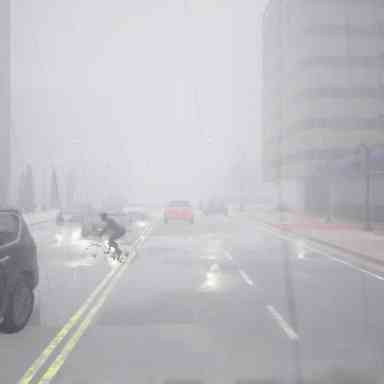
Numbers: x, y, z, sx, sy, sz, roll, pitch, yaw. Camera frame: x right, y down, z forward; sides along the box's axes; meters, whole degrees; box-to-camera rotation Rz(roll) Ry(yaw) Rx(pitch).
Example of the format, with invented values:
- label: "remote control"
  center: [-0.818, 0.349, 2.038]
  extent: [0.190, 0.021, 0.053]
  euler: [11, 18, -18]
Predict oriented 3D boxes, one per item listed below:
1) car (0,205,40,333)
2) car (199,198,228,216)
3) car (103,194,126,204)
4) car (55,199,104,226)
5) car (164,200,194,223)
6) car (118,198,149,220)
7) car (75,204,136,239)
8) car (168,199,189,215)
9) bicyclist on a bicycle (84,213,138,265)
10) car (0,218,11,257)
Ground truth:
- label: "car"
  center: [-3.724, 1.221, 3.805]
  extent: [2.150, 2.045, 5.566]
  euler: [0, 0, -3]
- label: "car"
  center: [2.184, 1.352, 32.601]
  extent: [2.097, 1.767, 4.553]
  euler: [0, 0, -3]
- label: "car"
  center: [-8.677, 1.222, 37.804]
  extent: [2.150, 2.045, 5.566]
  euler: [0, 0, -2]
- label: "car"
  center: [-8.063, 1.492, 23.607]
  extent: [2.128, 1.511, 4.902]
  euler: [0, 0, -2]
- label: "car"
  center: [-0.986, 1.352, 25.264]
  extent: [2.097, 1.767, 4.553]
  euler: [0, 0, -3]
- label: "car"
  center: [-4.720, 1.526, 28.113]
  extent: [1.812, 1.442, 4.674]
  euler: [0, 0, -3]
- label: "car"
  center: [-4.328, 1.563, 17.386]
  extent: [1.994, 1.385, 4.181]
  euler: [0, 0, -3]
- label: "car"
  center: [-1.438, 1.547, 35.158]
  extent: [2.033, 1.411, 5.357]
  euler: [0, 0, -2]
- label: "bicyclist on a bicycle"
  center: [-2.505, 1.454, 10.195]
  extent: [1.656, 1.620, 0.582]
  euler: [-2, 0, -3]
- label: "car"
  center: [-7.491, 1.601, 9.837]
  extent: [1.895, 1.301, 4.718]
  euler: [0, 0, -3]
